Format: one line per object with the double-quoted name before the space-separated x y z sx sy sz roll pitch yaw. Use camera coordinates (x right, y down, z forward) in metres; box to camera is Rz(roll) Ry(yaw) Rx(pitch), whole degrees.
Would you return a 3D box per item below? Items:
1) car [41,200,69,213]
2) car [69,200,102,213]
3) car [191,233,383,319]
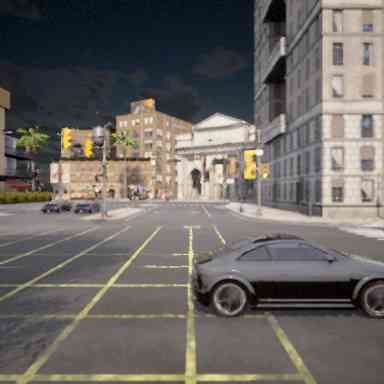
"car" -15.105 1.600 37.651 2.033 1.411 5.357 0 0 0
"car" -11.605 1.600 37.482 2.033 1.411 5.357 0 0 0
"car" 2.062 1.575 6.837 4.181 1.385 1.994 0 0 0
